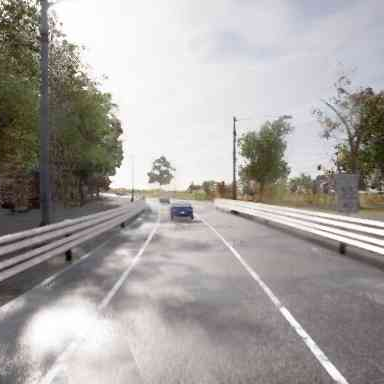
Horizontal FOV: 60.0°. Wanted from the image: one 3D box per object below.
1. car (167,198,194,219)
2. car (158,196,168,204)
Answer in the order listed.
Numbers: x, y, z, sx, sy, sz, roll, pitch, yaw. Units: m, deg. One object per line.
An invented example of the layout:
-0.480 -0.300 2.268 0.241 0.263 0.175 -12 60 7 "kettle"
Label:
-0.956 1.483 29.030 1.882 1.535 5.008 0 0 -5 "car"
-5.407 1.518 64.149 1.837 1.490 4.892 0 0 -10 "car"
